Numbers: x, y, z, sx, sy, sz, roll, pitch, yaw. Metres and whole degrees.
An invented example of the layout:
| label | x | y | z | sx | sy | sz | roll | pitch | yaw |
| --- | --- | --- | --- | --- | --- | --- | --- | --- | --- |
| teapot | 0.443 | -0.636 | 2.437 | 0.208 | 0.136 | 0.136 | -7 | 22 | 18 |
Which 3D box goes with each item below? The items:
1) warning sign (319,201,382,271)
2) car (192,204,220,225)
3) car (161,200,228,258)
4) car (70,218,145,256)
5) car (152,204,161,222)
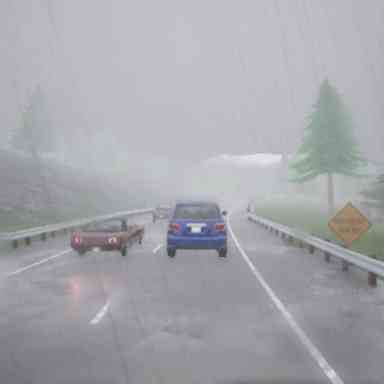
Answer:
| label | x | y | z | sx | sy | sz | roll | pitch | yaw |
| --- | --- | --- | --- | --- | --- | --- | --- | --- | --- |
| warning sign | 4.495 | 1.208 | 9.516 | 1.300 | 1.860 | 1.060 | 0 | -1 | 2 |
| car | 1.288 | 1.815 | 28.217 | 2.033 | 1.411 | 5.357 | 0 | -1 | 6 |
| car | 0.258 | 1.346 | 13.565 | 2.150 | 2.045 | 5.566 | 0 | 0 | 3 |
| car | -3.233 | 1.731 | 13.797 | 1.895 | 1.301 | 4.718 | 0 | -1 | 3 |
| car | -2.162 | 1.765 | 28.847 | 2.128 | 1.511 | 4.902 | 0 | 0 | 6 |
